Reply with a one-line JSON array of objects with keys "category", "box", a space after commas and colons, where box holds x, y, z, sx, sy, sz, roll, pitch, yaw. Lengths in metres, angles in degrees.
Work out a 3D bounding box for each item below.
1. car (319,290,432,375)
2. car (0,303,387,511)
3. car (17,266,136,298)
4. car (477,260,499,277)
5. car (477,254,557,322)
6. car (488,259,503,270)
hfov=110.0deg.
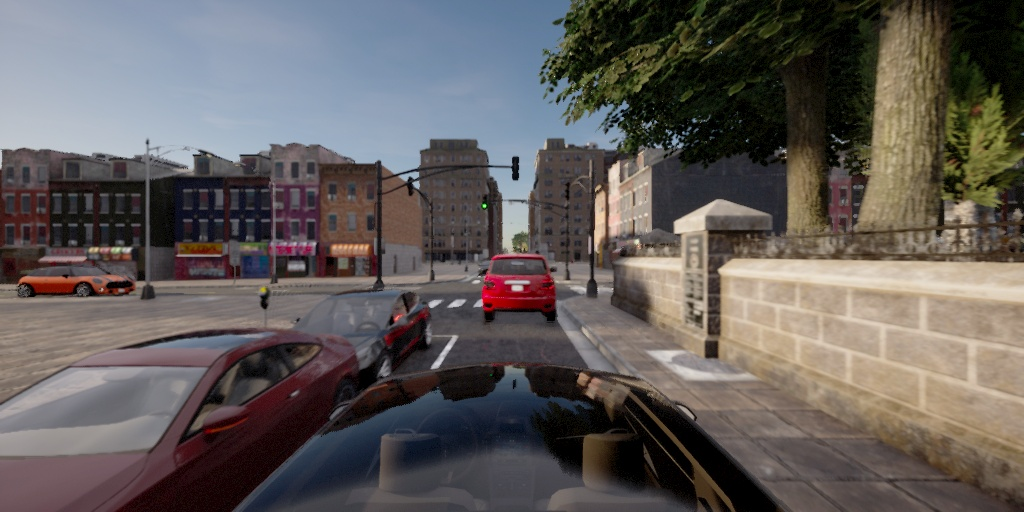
[{"category": "car", "box": [-2.639, 1.306, 6.454, 1.948, 1.339, 4.313, 0, 0, 0]}, {"category": "car", "box": [-2.638, 1.330, 2.792, 1.802, 1.307, 4.207, 0, 0, 0]}, {"category": "car", "box": [-23.287, 1.321, 19.316, 4.553, 1.767, 2.097, -1, 0, 0]}, {"category": "car", "box": [-2.294, 1.180, 35.733, 1.837, 1.490, 4.892, 0, 0, 0]}, {"category": "car", "box": [0.370, 0.950, 12.325, 2.150, 2.045, 5.566, 0, 0, 5]}, {"category": "car", "box": [-2.303, 1.148, 50.283, 1.837, 1.490, 4.892, 0, 0, 0]}]
